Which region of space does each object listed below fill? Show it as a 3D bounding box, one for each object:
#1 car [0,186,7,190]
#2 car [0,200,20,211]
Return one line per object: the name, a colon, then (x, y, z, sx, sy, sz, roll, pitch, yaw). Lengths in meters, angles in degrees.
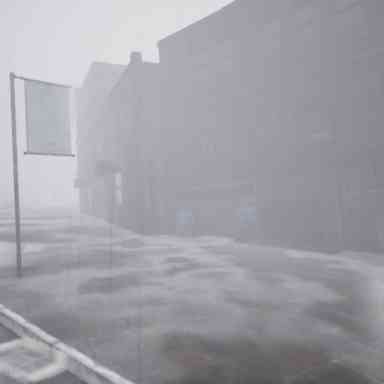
car: (-47.434, -0.902, 79.378, 2.231, 1.521, 4.892, -4, -3, 5)
car: (-27.215, 1.999, 48.812, 1.837, 1.490, 4.892, -4, -1, 3)
